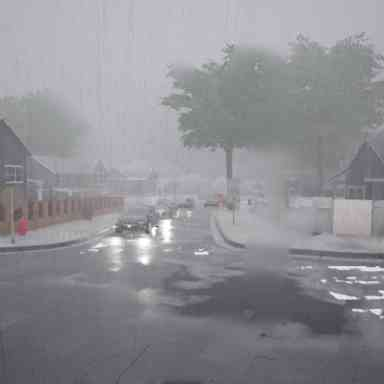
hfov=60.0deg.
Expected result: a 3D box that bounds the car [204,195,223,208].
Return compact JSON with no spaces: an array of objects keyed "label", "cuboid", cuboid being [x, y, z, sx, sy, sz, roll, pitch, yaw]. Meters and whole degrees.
[{"label":"car","cuboid":[3.125,1.642,51.481,1.994,1.385,4.181,0,0,12]}]

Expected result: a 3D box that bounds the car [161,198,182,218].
[{"label":"car","cuboid":[-2.474,1.514,30.241,2.128,1.511,4.902,0,0,5]}]

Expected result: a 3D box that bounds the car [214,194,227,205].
[{"label":"car","cuboid":[5.206,1.301,61.205,2.150,2.045,5.566,1,0,15]}]

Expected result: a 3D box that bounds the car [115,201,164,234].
[{"label":"car","cuboid":[-3.066,1.514,19.516,1.837,1.490,4.892,0,0,4]}]

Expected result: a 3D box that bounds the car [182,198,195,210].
[{"label":"car","cuboid":[-0.827,1.527,44.690,1.882,1.535,5.008,0,0,9]}]
